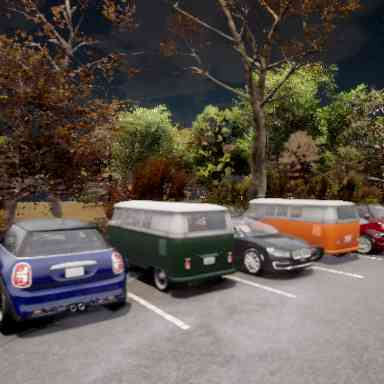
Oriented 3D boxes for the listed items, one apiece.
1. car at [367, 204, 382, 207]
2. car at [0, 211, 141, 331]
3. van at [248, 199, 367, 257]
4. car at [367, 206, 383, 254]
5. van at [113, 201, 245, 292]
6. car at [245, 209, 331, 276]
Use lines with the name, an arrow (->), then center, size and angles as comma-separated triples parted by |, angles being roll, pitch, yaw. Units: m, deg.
car -> 8.272, 1.364, 15.525 | 2.185, 1.767, 4.553 | 0, 0, -35
car -> -3.186, 1.355, 7.277 | 2.185, 1.767, 4.553 | 0, 0, -35
van -> 3.728, 1.260, 12.388 | 1.878, 1.987, 4.442 | 0, 0, -35
car -> 5.988, 1.488, 13.865 | 2.097, 1.535, 5.008 | 0, 0, -35
van -> -0.873, 1.257, 9.109 | 1.878, 1.987, 4.442 | 0, 0, -35
car -> 1.491, 1.485, 10.659 | 2.231, 1.521, 4.892 | 0, 0, -35
